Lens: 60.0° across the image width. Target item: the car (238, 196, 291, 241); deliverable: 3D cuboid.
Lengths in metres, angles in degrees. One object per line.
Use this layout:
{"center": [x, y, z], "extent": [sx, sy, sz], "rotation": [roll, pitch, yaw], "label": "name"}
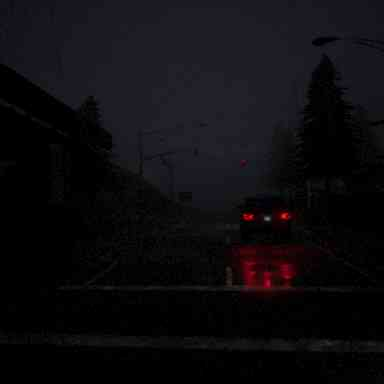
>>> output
{"center": [3.553, 1.206, 16.728], "extent": [2.150, 2.045, 5.566], "rotation": [-2, 0, 8], "label": "car"}
